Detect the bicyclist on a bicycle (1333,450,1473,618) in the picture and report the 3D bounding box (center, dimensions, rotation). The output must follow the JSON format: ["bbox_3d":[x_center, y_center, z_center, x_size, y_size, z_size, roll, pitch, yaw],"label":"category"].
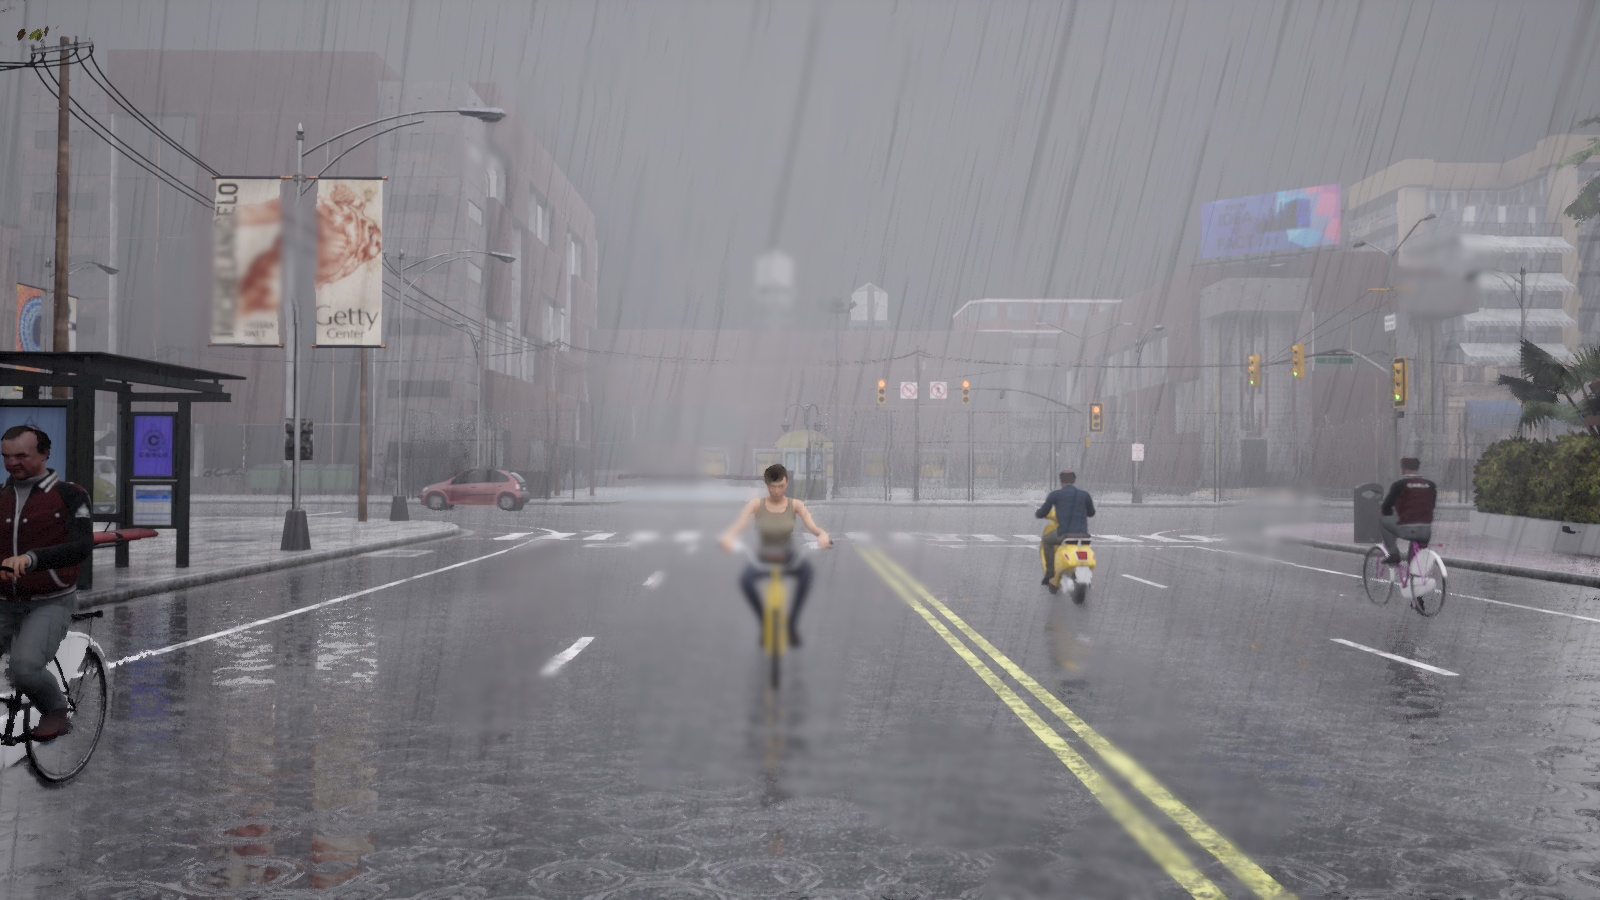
[{"bbox_3d":[6.758,0.896,14.181,0.659,1.776,1.843,0,-1,-1],"label":"bicyclist on a bicycle"}]

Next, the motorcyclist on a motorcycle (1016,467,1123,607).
[{"bbox_3d":[3.242,1.011,15.287,0.866,1.590,1.817,0,-1,-1],"label":"motorcyclist on a motorcycle"}]

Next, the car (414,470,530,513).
[{"bbox_3d":[-12.503,1.568,48.039,3.988,1.617,1.851,0,-1,0],"label":"car"}]

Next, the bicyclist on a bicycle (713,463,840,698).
[{"bbox_3d":[-0.169,0.909,9.396,0.866,1.612,1.509,0,-1,-1],"label":"bicyclist on a bicycle"}]

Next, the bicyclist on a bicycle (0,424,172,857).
[{"bbox_3d":[-3.621,0.795,5.670,0.659,1.776,1.843,0,-1,-1],"label":"bicyclist on a bicycle"}]
